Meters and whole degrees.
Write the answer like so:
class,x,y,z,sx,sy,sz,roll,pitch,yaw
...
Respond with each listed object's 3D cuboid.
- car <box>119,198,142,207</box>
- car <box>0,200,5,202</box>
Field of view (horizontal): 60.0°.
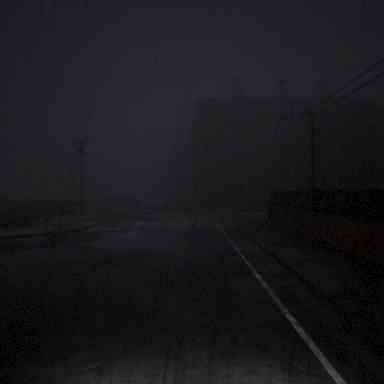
class,x,y,z,sx,sy,sz,roll,pitch,yaw
car,-9.115,1.534,49.657,1.895,1.301,4.718,0,0,13
car,-29.054,1.485,46.594,5.357,1.411,2.033,0,0,1
